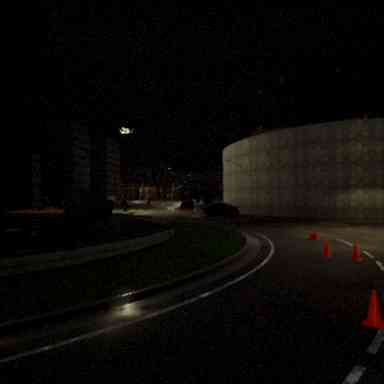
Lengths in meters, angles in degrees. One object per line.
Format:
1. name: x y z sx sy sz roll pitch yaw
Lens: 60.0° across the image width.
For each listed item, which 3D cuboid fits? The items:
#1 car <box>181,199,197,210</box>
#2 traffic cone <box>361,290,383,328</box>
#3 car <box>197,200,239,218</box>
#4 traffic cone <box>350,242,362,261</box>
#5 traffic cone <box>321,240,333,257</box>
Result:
1. car: -0.752 2.149 55.494 1.882 1.535 5.008 -1 -1 5
2. traffic cone: 3.182 2.006 5.801 0.340 0.580 0.340 -1 -1 42
3. car: 2.866 1.876 34.845 1.882 1.535 5.008 0 -1 -31
4. traffic cone: 5.716 2.056 11.596 0.340 0.580 0.340 -1 -1 42
5. traffic cone: 4.974 2.070 12.265 0.340 0.580 0.340 -1 -1 42
